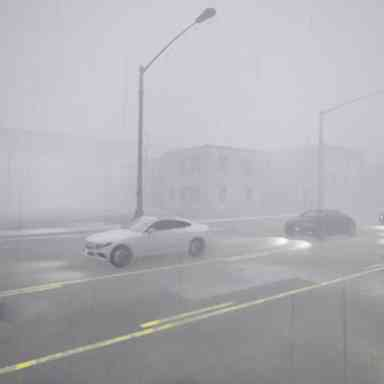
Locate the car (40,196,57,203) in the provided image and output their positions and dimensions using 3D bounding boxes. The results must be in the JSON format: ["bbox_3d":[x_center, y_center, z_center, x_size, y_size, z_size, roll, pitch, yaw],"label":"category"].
[{"bbox_3d":[-34.883,1.868,81.834,2.038,1.542,4.974,1,-1,-5],"label":"car"}]

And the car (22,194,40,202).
[{"bbox_3d":[-38.613,1.821,81.756,4.974,1.542,2.038,0,-1,25],"label":"car"}]

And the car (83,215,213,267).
[{"bbox_3d":[-1.362,1.554,11.626,4.674,1.442,1.812,0,0,-36],"label":"car"}]

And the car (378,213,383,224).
[{"bbox_3d":[15.321,1.570,23.542,5.357,1.411,2.033,0,0,-36],"label":"car"}]

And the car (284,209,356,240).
[{"bbox_3d":[6.739,1.606,17.416,4.181,1.385,1.994,0,0,-36],"label":"car"}]

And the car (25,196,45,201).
[{"bbox_3d":[-38.658,1.663,81.779,4.536,1.218,1.853,0,-1,25],"label":"car"}]

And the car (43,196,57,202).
[{"bbox_3d":[-34.886,1.711,81.887,1.853,1.218,4.536,1,-1,-5],"label":"car"}]
